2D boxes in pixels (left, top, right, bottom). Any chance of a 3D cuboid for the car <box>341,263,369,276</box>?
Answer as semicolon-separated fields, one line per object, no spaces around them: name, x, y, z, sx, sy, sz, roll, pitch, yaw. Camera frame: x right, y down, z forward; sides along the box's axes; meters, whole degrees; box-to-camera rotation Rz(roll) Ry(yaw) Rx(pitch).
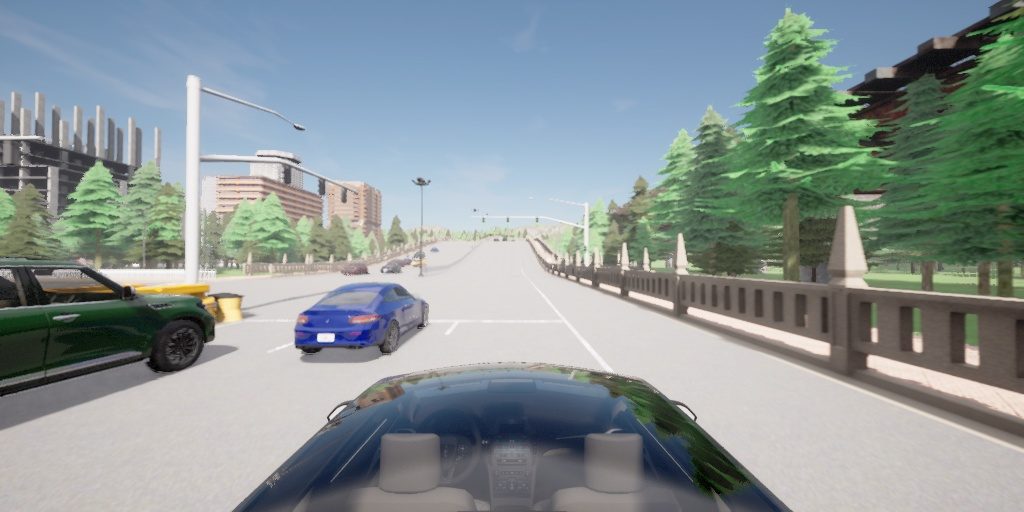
car;-21.020;1.694;48.120;2.097;1.767;4.553;0;-1;0

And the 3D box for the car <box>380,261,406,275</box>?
car;-17.601;1.872;52.229;2.128;1.511;4.902;0;0;0

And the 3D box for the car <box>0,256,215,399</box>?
car;-6.933;1.010;4.649;2.150;2.045;5.566;0;-1;1

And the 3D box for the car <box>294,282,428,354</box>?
car;-3.416;1.369;8.896;1.812;1.442;4.674;0;-1;0
